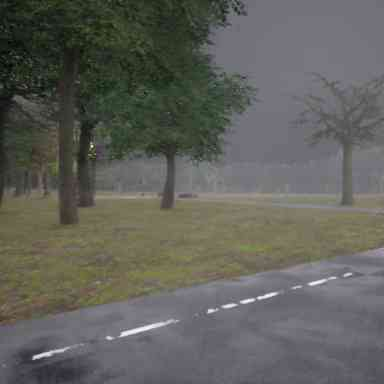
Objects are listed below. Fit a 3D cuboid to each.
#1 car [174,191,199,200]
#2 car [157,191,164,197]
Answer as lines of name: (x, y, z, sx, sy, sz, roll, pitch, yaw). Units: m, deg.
car: (-0.604, 0.615, 62.692, 2.128, 1.511, 4.902, 2, -1, -35)
car: (-5.370, 0.400, 69.246, 1.882, 1.535, 5.008, 2, -1, -36)
